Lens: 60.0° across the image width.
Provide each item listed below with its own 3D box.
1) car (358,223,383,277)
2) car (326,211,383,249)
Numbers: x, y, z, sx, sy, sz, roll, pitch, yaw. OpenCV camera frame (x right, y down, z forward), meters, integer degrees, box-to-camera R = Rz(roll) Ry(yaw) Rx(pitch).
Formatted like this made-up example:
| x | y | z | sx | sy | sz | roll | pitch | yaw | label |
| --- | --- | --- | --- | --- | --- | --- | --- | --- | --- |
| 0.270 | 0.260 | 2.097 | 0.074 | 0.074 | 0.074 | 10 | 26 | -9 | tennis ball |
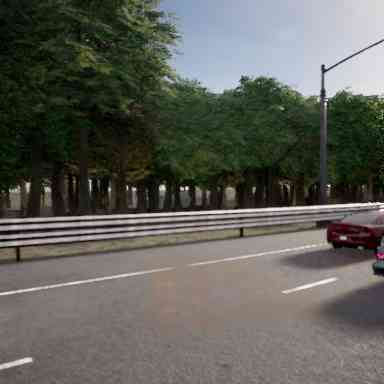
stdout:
| x | y | z | sx | sy | sz | roll | pitch | yaw | label |
| --- | --- | --- | --- | --- | --- | --- | --- | --- | --- |
| 6.835 | 1.571 | 8.716 | 5.357 | 1.411 | 2.033 | 0 | 0 | -35 | car |
| 7.501 | 1.496 | 13.456 | 5.008 | 1.535 | 1.882 | -1 | 0 | -35 | car |
